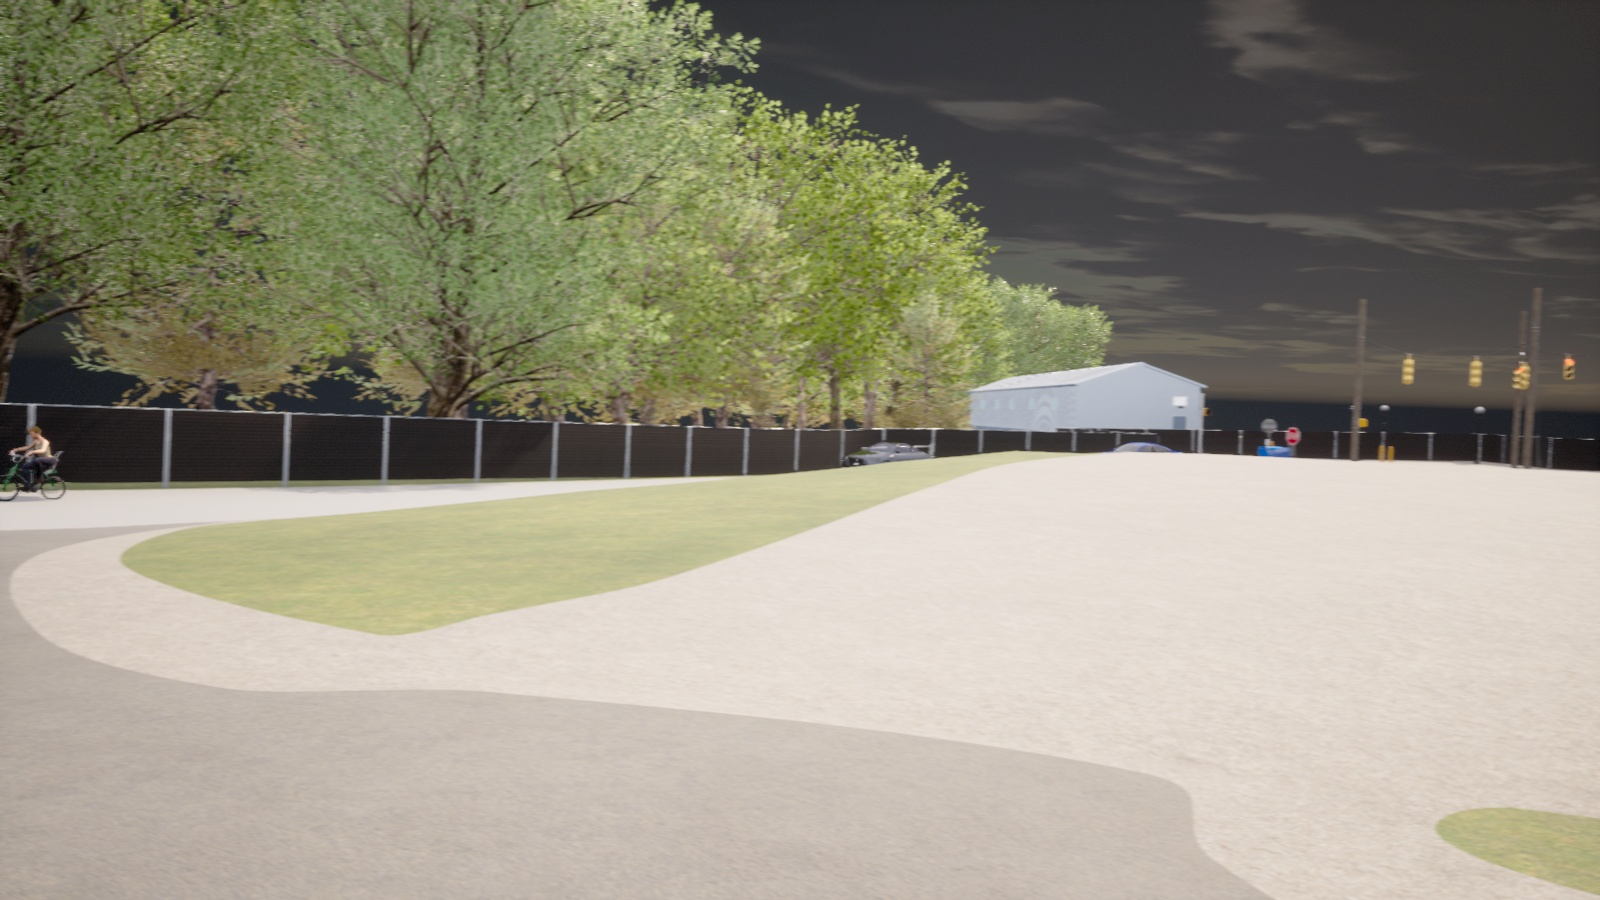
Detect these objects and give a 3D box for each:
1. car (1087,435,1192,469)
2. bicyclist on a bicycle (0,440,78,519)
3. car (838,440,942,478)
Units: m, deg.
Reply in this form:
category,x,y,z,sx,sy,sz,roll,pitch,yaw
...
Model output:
category,x,y,z,sx,sy,sz,roll,pitch,yaw
car,16.766,0.086,62.034,5.008,1.535,1.882,0,3,-28
bicyclist on a bicycle,-16.562,0.604,27.052,0.866,1.612,1.509,3,2,35
car,3.759,0.328,51.930,4.181,1.385,1.994,-1,4,-44
